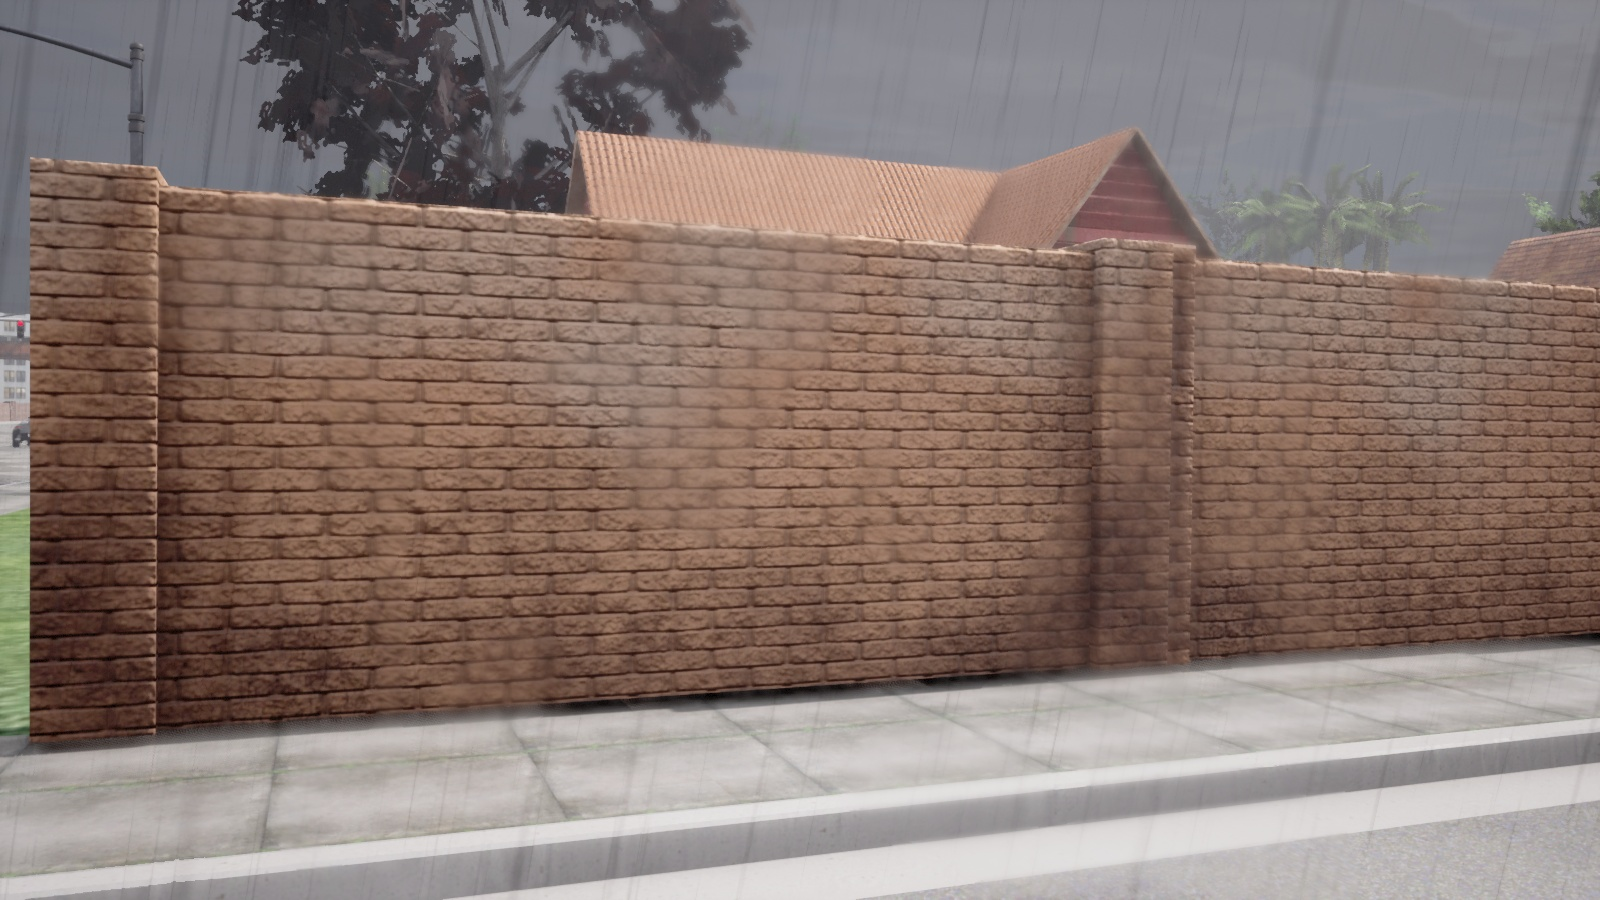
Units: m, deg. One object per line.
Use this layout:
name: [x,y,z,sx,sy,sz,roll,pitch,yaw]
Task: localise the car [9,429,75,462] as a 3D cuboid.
car: [-41.269,-0.270,68.482,2.152,1.651,5.027,-1,2,-20]
